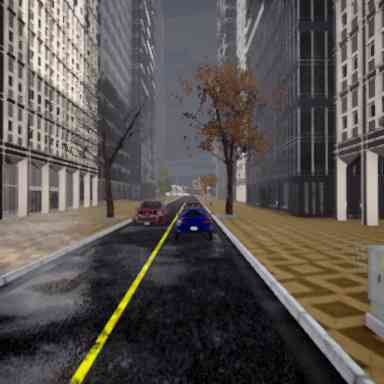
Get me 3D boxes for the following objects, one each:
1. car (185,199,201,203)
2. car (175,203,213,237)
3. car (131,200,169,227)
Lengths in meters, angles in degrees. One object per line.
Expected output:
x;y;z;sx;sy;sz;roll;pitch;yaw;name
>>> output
0.089;1.554;40.517;2.033;1.411;5.357;0;0;0;car
0.096;1.528;17.780;1.812;1.442;4.674;0;0;0;car
-2.775;1.354;22.820;2.097;1.767;4.553;0;0;0;car
